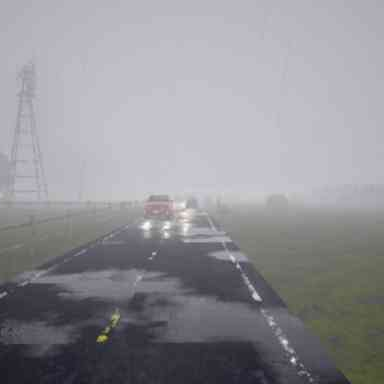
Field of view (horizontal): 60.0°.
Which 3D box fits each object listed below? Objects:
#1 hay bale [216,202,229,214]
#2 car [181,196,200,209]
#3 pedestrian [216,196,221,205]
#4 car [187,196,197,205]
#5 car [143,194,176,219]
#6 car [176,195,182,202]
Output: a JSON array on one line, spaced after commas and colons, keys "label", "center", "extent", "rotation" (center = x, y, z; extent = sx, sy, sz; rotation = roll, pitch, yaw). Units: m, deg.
[{"label": "hay bale", "center": [3.142, 1.652, 34.371], "extent": [1.220, 1.180, 1.240], "rotation": [1, 1, 0]}, {"label": "car", "center": [0.024, 1.550, 44.665], "extent": [2.033, 1.411, 5.357], "rotation": [0, 0, 1]}, {"label": "pedestrian", "center": [2.830, 1.296, 35.485], "extent": [0.375, 1.860, 0.375], "rotation": [-1, 1, 4]}, {"label": "car", "center": [0.008, 1.492, 62.412], "extent": [1.882, 1.535, 5.008], "rotation": [0, 0, 0]}, {"label": "car", "center": [-2.843, 1.215, 28.990], "extent": [2.150, 2.045, 5.566], "rotation": [0, 0, 0]}, {"label": "car", "center": [-2.742, 1.514, 70.297], "extent": [1.837, 1.490, 4.892], "rotation": [0, 0, 0]}]
